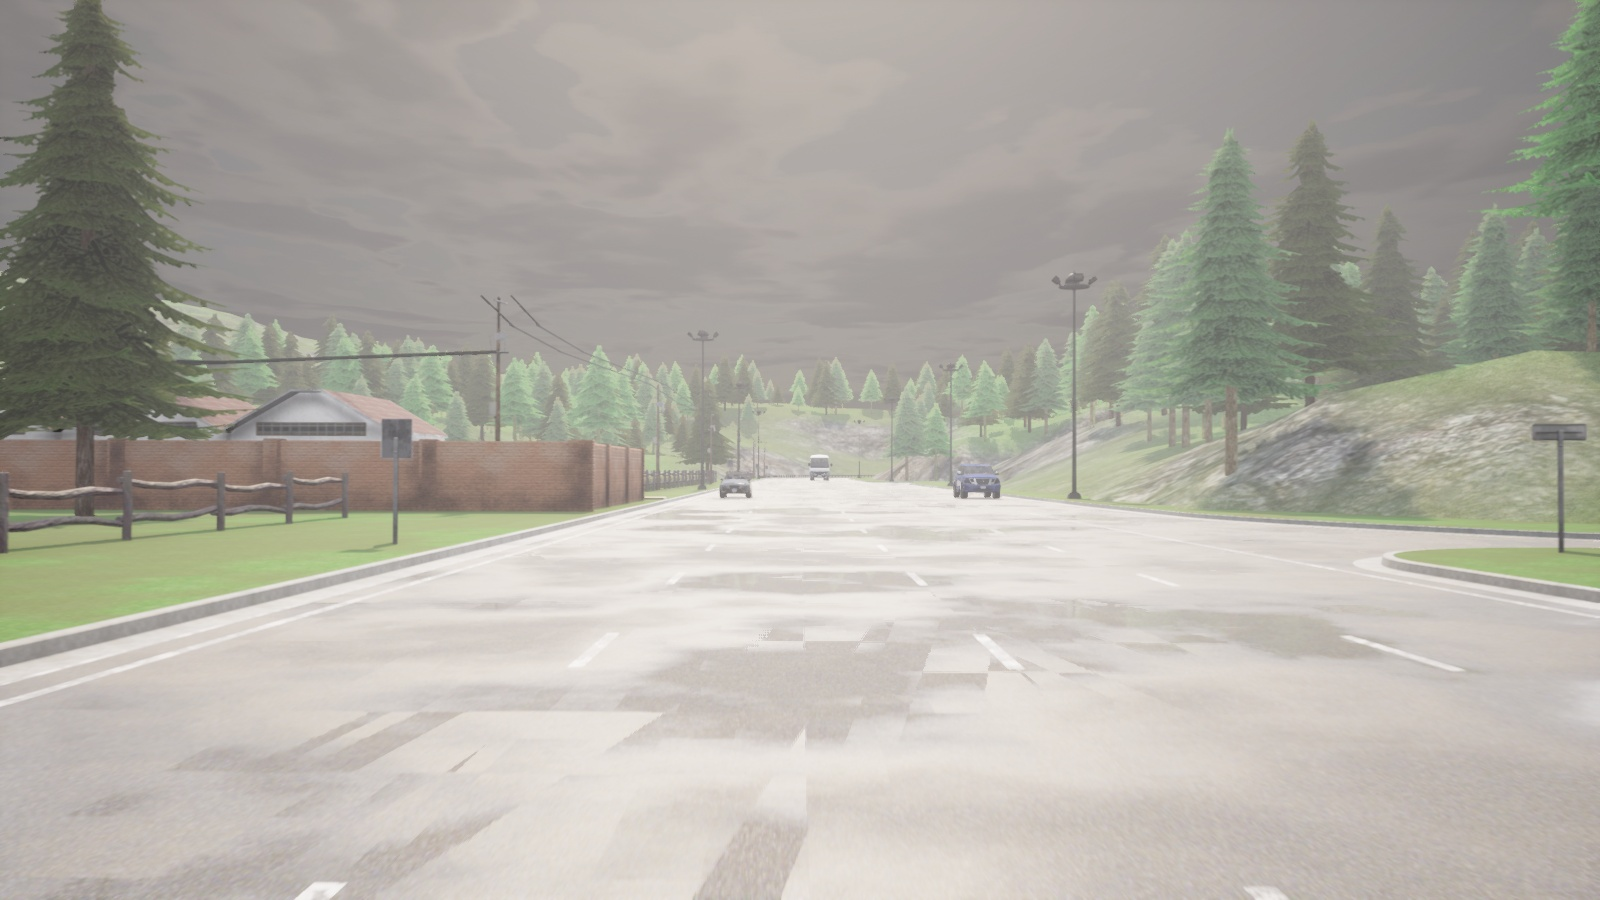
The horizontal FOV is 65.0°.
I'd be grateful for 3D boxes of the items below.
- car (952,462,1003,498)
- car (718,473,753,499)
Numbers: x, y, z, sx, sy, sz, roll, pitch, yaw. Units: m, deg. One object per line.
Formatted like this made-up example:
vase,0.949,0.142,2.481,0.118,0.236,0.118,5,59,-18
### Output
car,10.335,1.724,73.585,2.150,2.045,5.566,0,-1,0
car,-3.661,2.052,72.207,1.816,1.474,4.193,0,-1,0
